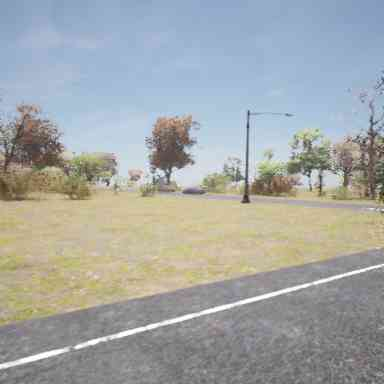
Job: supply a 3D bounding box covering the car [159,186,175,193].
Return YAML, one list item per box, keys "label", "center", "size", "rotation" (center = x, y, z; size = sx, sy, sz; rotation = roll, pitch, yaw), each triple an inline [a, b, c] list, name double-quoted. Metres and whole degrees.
- label: "car"
  center: [-5.219, -0.574, 68.724]
  size: [1.994, 1.385, 4.181]
  rotation: [0, 2, -36]

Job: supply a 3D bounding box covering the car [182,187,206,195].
- label: "car"
  center: [0.370, -0.219, 60.931]
  size: [2.033, 1.411, 5.357]
  rotation: [0, 2, -36]
